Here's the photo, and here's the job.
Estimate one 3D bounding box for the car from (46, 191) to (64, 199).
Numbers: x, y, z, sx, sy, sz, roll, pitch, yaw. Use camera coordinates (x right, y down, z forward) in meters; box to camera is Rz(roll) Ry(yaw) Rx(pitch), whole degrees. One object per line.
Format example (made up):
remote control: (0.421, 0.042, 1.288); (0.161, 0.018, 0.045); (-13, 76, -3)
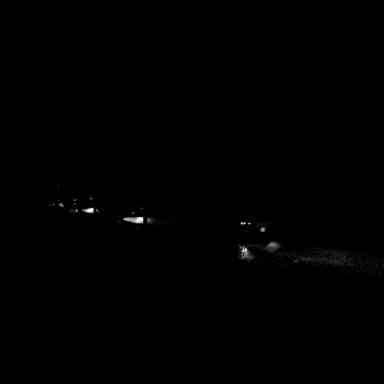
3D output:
car: (-23.121, 0.498, 55.994); (1.895, 1.301, 4.718); (0, 1, -35)

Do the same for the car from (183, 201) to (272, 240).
car: (1.425, 1.185, 15.174); (2.128, 1.511, 4.902); (0, 1, -35)

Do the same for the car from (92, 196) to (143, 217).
car: (-5.545, 1.036, 25.274); (2.033, 1.411, 5.357); (0, 1, -35)

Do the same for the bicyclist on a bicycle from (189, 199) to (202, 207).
bicyclist on a bicycle: (0.330, 0.941, 27.276); (1.656, 1.620, 0.582); (-1, 1, -35)

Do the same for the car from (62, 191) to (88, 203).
car: (-16.358, 0.641, 46.159); (2.033, 1.411, 5.357); (0, 1, -35)

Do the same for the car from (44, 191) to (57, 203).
car: (-17.876, 0.632, 43.238); (1.837, 1.490, 4.892); (0, 1, -34)

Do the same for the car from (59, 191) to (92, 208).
car: (-11.822, 0.655, 34.387); (2.097, 1.767, 4.553); (0, 1, -34)
